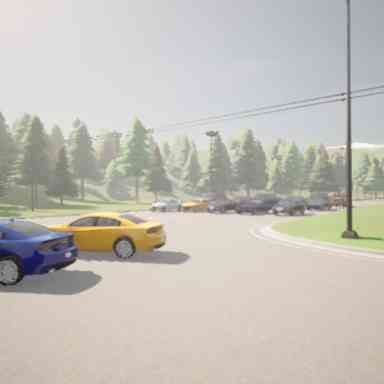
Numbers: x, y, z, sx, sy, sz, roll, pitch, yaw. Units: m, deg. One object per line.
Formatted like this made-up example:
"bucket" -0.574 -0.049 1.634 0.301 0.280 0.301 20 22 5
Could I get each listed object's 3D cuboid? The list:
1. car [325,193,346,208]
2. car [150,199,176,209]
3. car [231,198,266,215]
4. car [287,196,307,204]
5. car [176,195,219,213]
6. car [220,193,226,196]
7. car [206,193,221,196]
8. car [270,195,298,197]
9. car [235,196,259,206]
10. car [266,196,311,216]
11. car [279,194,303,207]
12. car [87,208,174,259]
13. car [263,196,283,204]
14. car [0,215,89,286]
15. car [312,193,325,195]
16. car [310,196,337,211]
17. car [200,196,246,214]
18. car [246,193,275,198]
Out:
"car" 21.478 1.130 47.999 2.150 2.045 5.566 0 0 38
"car" -2.929 1.543 38.906 1.812 1.442 4.674 0 0 37
"car" 6.202 1.576 33.584 1.895 1.301 4.718 0 0 37
"car" 19.794 1.481 62.560 1.994 1.385 4.181 0 0 42
"car" 0.786 1.478 38.031 1.882 1.535 5.008 0 0 37
"car" 6.279 1.328 45.339 2.097 1.767 4.553 0 0 37
"car" 2.900 1.213 46.668 2.150 2.045 5.566 0 0 37
"car" 11.595 1.477 40.760 1.812 1.442 4.674 0 0 37
"car" 9.150 1.442 54.924 1.882 1.535 5.008 0 0 37
"car" 9.350 1.452 31.947 2.128 1.511 4.902 0 0 37
"car" 15.416 1.288 51.620 2.097 1.767 4.553 0 0 37
"car" -3.445 1.493 12.337 5.008 1.535 1.882 0 -1 13
"car" 15.398 1.463 62.953 1.812 1.442 4.674 0 0 41
"car" -5.691 1.503 9.123 5.008 1.535 1.882 0 -1 9
"car" 22.985 1.126 60.760 2.150 2.045 5.566 0 0 44
"car" 15.204 1.483 39.742 2.033 1.411 5.357 0 0 37
"car" 3.424 1.479 35.714 2.128 1.511 4.902 0 0 37
"car" 9.348 1.184 43.605 2.150 2.045 5.566 0 0 37
